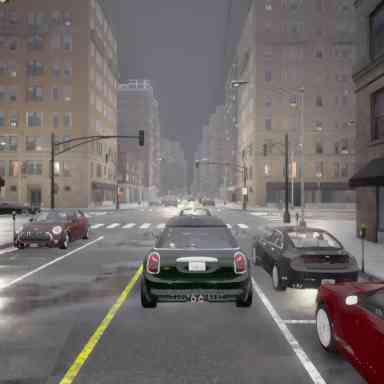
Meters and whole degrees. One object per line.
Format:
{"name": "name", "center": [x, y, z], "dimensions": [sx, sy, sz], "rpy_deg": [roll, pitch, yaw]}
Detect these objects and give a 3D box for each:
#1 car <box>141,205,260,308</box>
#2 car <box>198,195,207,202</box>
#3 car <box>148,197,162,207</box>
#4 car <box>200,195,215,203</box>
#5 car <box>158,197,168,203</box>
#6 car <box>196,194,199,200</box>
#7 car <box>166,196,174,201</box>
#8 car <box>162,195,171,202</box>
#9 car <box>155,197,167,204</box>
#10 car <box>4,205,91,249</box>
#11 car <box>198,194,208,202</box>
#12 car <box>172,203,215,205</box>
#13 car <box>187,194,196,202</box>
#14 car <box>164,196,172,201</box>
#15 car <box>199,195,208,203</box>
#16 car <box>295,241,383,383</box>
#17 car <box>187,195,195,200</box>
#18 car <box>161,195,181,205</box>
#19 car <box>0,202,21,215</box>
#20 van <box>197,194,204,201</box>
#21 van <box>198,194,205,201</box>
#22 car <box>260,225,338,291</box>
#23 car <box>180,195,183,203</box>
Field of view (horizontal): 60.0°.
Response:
{"name": "car", "center": [0.068, 1.354, 8.095], "dimensions": [2.097, 1.767, 4.553], "rpy_deg": [0, 0, -1]}
{"name": "car", "center": [2.473, 1.559, 80.205], "dimensions": [1.967, 1.590, 4.097], "rpy_deg": [0, 0, 0]}
{"name": "car", "center": [-5.858, 1.595, 52.614], "dimensions": [2.008, 1.369, 4.403], "rpy_deg": [0, 0, 0]}
{"name": "car", "center": [2.667, 1.590, 52.671], "dimensions": [1.887, 1.381, 4.507], "rpy_deg": [0, 0, 0]}
{"name": "car", "center": [-5.975, 1.665, 69.138], "dimensions": [1.802, 1.307, 4.206], "rpy_deg": [0, 0, 0]}
{"name": "car", "center": [2.551, 1.399, 69.192], "dimensions": [2.192, 1.841, 5.009], "rpy_deg": [0, 0, 0]}
{"name": "car", "center": [-6.131, 1.727, 91.170], "dimensions": [1.947, 1.339, 4.313], "rpy_deg": [0, 0, 0]}
{"name": "car", "center": [-6.052, 1.558, 80.154], "dimensions": [1.967, 1.590, 4.097], "rpy_deg": [0, 0, 0]}
{"name": "car", "center": [-5.936, 1.613, 63.630], "dimensions": [1.887, 1.381, 4.507], "rpy_deg": [0, 0, 0]}
{"name": "car", "center": [-5.816, 1.445, 14.252], "dimensions": [1.967, 1.590, 4.097], "rpy_deg": [0, 0, 0]}
{"name": "car", "center": [2.588, 1.595, 63.855], "dimensions": [1.752, 1.417, 4.829], "rpy_deg": [0, 0, 0]}
{"name": "car", "center": [0.135, 1.497, 15.443], "dimensions": [2.128, 1.511, 4.902], "rpy_deg": [0, 0, 0]}
{"name": "car", "center": [-0.198, 1.706, 80.174], "dimensions": [1.895, 1.301, 4.718], "rpy_deg": [0, 0, 0]}
{"name": "car", "center": [-6.092, 1.721, 85.662], "dimensions": [1.802, 1.307, 4.206], "rpy_deg": [0, 0, 0]}
{"name": "car", "center": [2.512, 1.540, 74.699], "dimensions": [1.967, 1.590, 4.097], "rpy_deg": [0, 0, 0]}
{"name": "car", "center": [2.683, 1.545, 3.252], "dimensions": [1.887, 1.381, 4.507], "rpy_deg": [0, 0, 0]}
{"name": "car", "center": [-0.269, 1.542, 90.149], "dimensions": [1.994, 1.385, 4.181], "rpy_deg": [0, 0, 0]}
{"name": "car", "center": [-3.078, 1.588, 50.289], "dimensions": [2.033, 1.411, 5.357], "rpy_deg": [0, 0, -1]}
{"name": "car", "center": [-16.318, 1.531, 30.289], "dimensions": [4.718, 1.301, 1.895], "rpy_deg": [0, 0, 0]}
{"name": "van", "center": [2.396, 1.503, 91.220], "dimensions": [1.690, 1.788, 3.998], "rpy_deg": [0, 0, 0]}
{"name": "van", "center": [2.435, 1.481, 85.714], "dimensions": [1.690, 1.788, 3.998], "rpy_deg": [0, 0, 0]}
{"name": "car", "center": [2.696, 1.553, 8.744], "dimensions": [2.008, 1.369, 4.403], "rpy_deg": [0, 0, 0]}
{"name": "car", "center": [-3.131, 1.661, 60.106], "dimensions": [1.895, 1.301, 4.718], "rpy_deg": [0, 0, 0]}
